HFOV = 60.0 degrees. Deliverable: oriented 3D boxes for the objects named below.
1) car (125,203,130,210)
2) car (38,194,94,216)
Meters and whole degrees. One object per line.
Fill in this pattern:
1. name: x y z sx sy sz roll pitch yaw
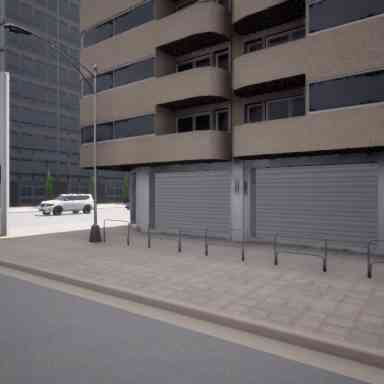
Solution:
1. car: -6.287 1.525 41.770 1.812 1.442 4.674 0 0 36
2. car: -12.432 1.221 33.383 2.150 2.045 5.566 0 0 36
